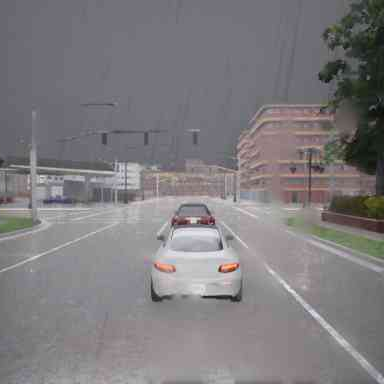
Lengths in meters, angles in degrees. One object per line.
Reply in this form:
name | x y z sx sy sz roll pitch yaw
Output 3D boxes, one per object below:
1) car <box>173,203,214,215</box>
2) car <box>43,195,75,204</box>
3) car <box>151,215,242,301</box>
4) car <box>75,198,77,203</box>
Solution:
car | 0.064 1.352 17.160 2.097 1.767 4.553 0 0 0
car | -23.439 1.295 57.868 4.611 1.667 2.242 0 0 1
car | 0.087 1.526 8.168 1.812 1.442 4.674 0 0 0
car | -24.169 1.456 63.617 3.806 1.475 1.970 0 0 1
